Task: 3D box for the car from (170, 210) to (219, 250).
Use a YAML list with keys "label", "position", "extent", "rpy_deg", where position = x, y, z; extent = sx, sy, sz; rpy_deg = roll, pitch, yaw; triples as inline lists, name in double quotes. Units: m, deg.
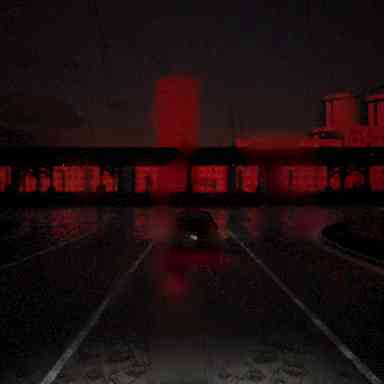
- label: "car"
  position: [0.090, 1.524, 14.626]
  extent: [1.882, 1.535, 5.008]
  rpy_deg: [0, 0, 0]
